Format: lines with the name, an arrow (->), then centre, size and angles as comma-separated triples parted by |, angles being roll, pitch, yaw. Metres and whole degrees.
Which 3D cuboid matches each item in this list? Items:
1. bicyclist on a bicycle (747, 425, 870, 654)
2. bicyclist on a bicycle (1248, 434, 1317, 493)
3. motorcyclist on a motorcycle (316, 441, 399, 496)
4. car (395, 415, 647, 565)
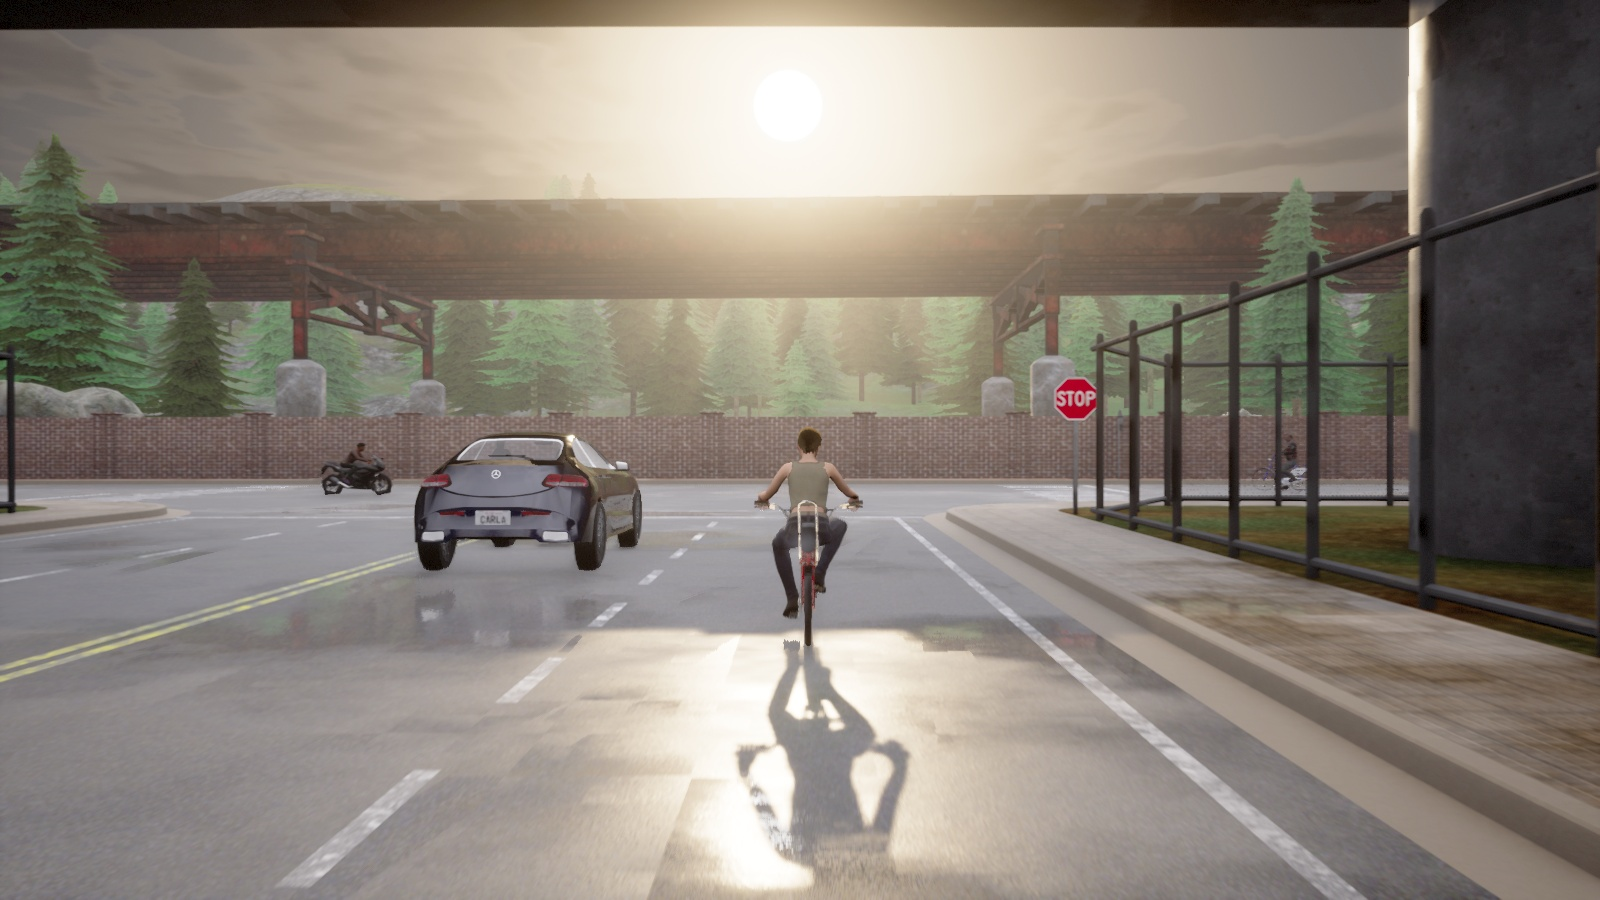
bicyclist on a bicycle -> 0.065, 0.629, 9.632 | 0.866, 1.612, 1.509 | 0, 0, 1
bicyclist on a bicycle -> 14.747, 0.413, 38.390 | 1.843, 1.776, 0.659 | 0, 0, 1
motorcyclist on a motorcycle -> -12.489, 0.519, 35.489 | 2.044, 1.523, 0.797 | 0, 0, 1
car -> -3.391, 0.430, 16.410 | 2.152, 1.651, 5.027 | 0, 0, 0
